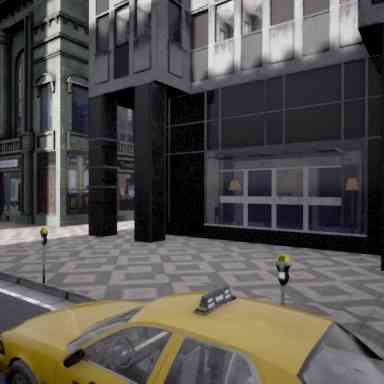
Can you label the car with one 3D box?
[{"bbox_3d":[-0.010,1.525,2.972,4.829,1.417,1.752,0,0,36],"label":"car"}]
